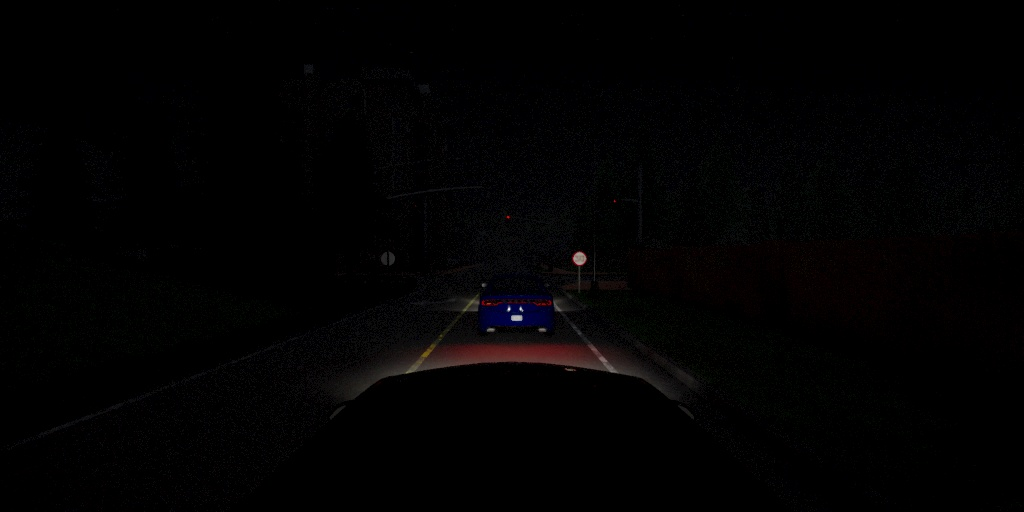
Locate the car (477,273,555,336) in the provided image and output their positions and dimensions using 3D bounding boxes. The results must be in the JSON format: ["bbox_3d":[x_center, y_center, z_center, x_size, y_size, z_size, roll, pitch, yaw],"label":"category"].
[{"bbox_3d":[0.100,1.228,10.438,1.882,1.535,5.008,0,0,0],"label":"car"}]
